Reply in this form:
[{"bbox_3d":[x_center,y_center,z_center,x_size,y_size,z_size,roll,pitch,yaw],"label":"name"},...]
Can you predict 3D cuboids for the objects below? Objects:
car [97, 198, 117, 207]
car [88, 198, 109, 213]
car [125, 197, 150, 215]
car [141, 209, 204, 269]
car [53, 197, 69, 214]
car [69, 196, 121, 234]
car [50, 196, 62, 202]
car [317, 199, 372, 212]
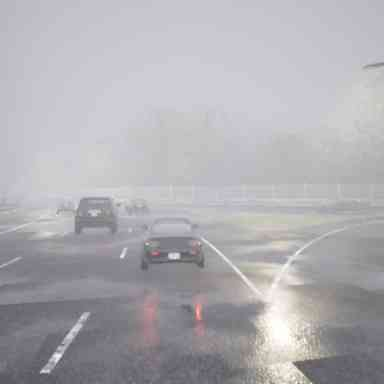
[{"bbox_3d":[-13.539,1.670,52.823,1.895,1.301,4.718,0,0,-28],"label":"car"},{"bbox_3d":[-11.222,1.534,39.524,1.882,1.535,5.008,0,0,-22],"label":"car"},{"bbox_3d":[-5.732,1.387,34.411,2.097,1.767,4.553,0,0,-17],"label":"car"},{"bbox_3d":[-0.700,1.532,11.127,1.812,1.442,4.674,0,0,-6],"label":"car"},{"bbox_3d":[-13.662,1.611,36.127,2.033,1.411,5.357,0,0,-20],"label":"car"},{"bbox_3d":[-5.471,1.249,19.620,2.150,2.045,5.566,0,0,-10],"label":"car"},{"bbox_3d":[-31.661,1.646,77.867,1.837,1.490,4.892,0,0,-44],"label":"car"},{"bbox_3d":[16.624,1.529,36.488,5.357,1.411,2.033,0,0,8],"label":"car"}]
